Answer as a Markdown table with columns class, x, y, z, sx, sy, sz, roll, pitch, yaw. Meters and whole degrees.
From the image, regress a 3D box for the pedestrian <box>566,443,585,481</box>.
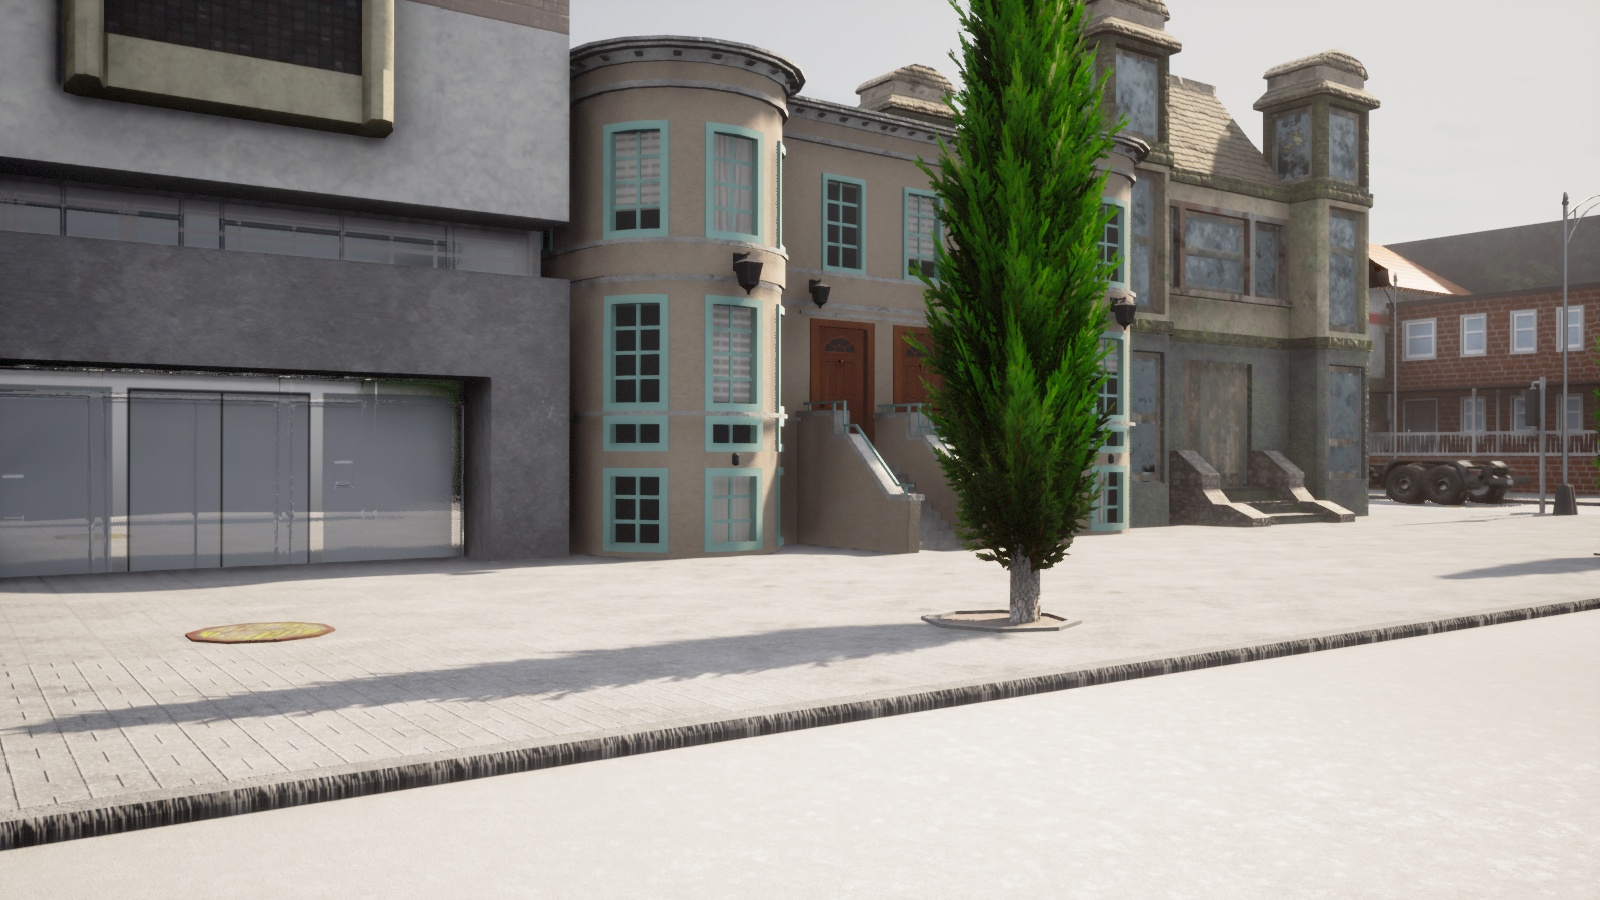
| class | x | y | z | sx | sy | sz | roll | pitch | yaw |
| --- | --- | --- | --- | --- | --- | --- | --- | --- | --- |
| pedestrian | -11.797 | 0.639 | 65.916 | 0.659 | 1.952 | 0.873 | 0 | 0 | -38 |

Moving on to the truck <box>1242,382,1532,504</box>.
| class | x | y | z | sx | sy | sz | roll | pitch | yaw |
| --- | --- | --- | --- | --- | --- | --- | --- | --- | --- |
| truck | 18.278 | -0.179 | 39.693 | 2.891 | 3.462 | 7.936 | 0 | 0 | -34 |
